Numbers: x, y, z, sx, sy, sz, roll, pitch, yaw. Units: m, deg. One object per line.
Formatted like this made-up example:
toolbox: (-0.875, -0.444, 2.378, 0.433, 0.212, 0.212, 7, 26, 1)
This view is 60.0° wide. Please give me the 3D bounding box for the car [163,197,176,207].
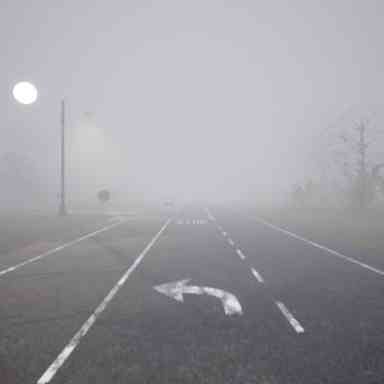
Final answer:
car: (-3.431, 1.476, 51.399, 2.033, 1.411, 5.357, 0, 0, 0)
